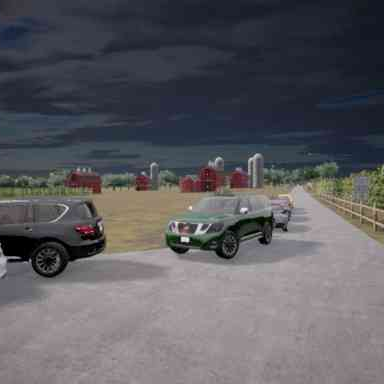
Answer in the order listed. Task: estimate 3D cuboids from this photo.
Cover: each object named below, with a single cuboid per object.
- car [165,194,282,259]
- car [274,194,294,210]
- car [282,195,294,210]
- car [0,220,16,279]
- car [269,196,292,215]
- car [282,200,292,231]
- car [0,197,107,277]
[{"bbox_3d":[1.330,1.099,12.631,2.150,2.045,5.566,0,0,34],"label":"car"},{"bbox_3d":[10.087,1.086,36.419,1.882,1.535,5.008,0,1,18],"label":"car"},{"bbox_3d":[6.325,1.218,24.678,1.882,1.535,5.008,0,1,18],"label":"car"},{"bbox_3d":[-6.388,1.611,6.704,4.674,1.442,1.812,-2,2,-35],"label":"car"},{"bbox_3d":[8.261,1.178,30.719,1.837,1.490,4.892,0,1,18],"label":"car"},{"bbox_3d":[4.461,1.367,18.949,1.994,1.385,4.181,0,1,18],"label":"car"},{"bbox_3d":[-5.340,1.219,9.572,5.566,2.045,2.150,-1,1,-4],"label":"car"}]
